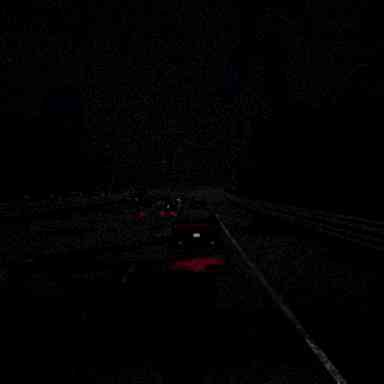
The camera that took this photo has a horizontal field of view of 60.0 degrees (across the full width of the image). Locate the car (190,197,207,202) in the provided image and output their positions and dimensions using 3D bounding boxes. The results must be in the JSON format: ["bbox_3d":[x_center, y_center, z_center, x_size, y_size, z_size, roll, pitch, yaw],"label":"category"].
[{"bbox_3d":[0.745,1.306,38.939,1.812,1.442,4.674,0,1,2],"label":"car"}]

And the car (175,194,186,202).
[{"bbox_3d":[-2.139,1.060,54.865,1.837,1.490,4.892,0,2,3],"label":"car"}]

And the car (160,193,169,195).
[{"bbox_3d":[-5.223,0.905,63.270,1.812,1.442,4.674,0,1,3],"label":"car"}]

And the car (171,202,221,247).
[{"bbox_3d":[0.197,1.402,14.542,1.882,1.535,5.008,0,0,1],"label":"car"}]

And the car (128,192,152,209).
[{"bbox_3d":[-6.214,0.974,40.384,2.150,2.045,5.566,0,0,2],"label":"car"}]

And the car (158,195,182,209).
[{"bbox_3d":[-2.684,1.352,41.229,1.895,1.301,4.718,0,1,2],"label":"car"}]
